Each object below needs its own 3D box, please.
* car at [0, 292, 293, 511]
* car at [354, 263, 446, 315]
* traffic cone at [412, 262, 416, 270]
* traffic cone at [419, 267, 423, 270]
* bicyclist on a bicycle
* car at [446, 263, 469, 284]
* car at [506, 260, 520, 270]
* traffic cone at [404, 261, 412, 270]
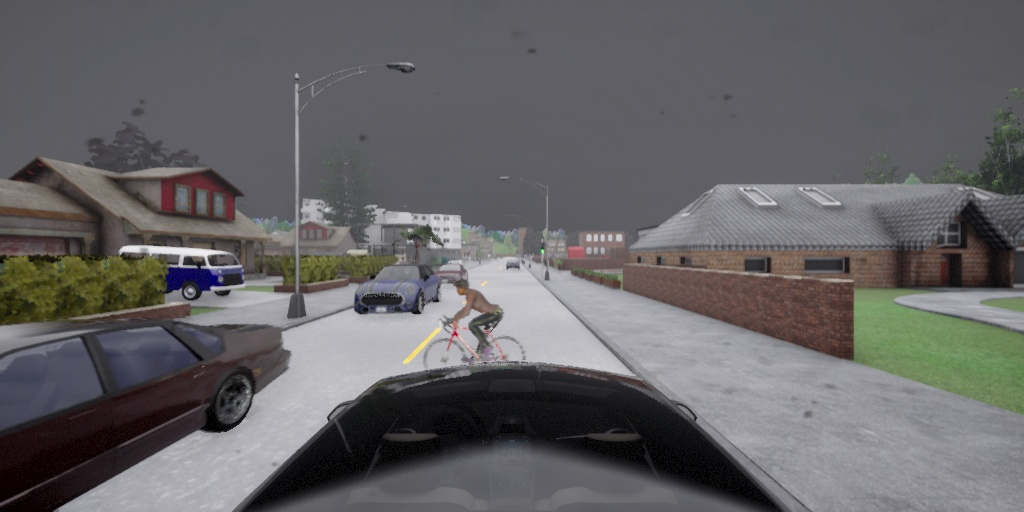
[{"bbox_3d":[-4.097,1.296,2.820,2.033,1.411,5.357,0,0,0],"label":"car"},{"bbox_3d":[-4.070,1.077,13.437,2.097,1.767,4.553,0,0,0],"label":"car"},{"bbox_3d":[-15.338,1.447,54.901,0.344,0.586,0.344,0,0,0],"label":"traffic cone"},{"bbox_3d":[-14.338,1.469,55.940,0.344,0.586,0.344,0,0,0],"label":"traffic cone"},{"bbox_3d":[-0.621,1.189,5.782,1.656,1.620,0.582,-2,0,0],"label":"bicyclist on a bicycle"},{"bbox_3d":[-3.976,1.230,23.785,1.812,1.442,4.674,0,0,0],"label":"car"},{"bbox_3d":[0.148,1.248,50.491,1.895,1.301,4.718,0,0,0],"label":"car"},{"bbox_3d":[-15.699,1.452,54.332,0.344,0.586,0.344,0,0,0],"label":"traffic cone"}]
